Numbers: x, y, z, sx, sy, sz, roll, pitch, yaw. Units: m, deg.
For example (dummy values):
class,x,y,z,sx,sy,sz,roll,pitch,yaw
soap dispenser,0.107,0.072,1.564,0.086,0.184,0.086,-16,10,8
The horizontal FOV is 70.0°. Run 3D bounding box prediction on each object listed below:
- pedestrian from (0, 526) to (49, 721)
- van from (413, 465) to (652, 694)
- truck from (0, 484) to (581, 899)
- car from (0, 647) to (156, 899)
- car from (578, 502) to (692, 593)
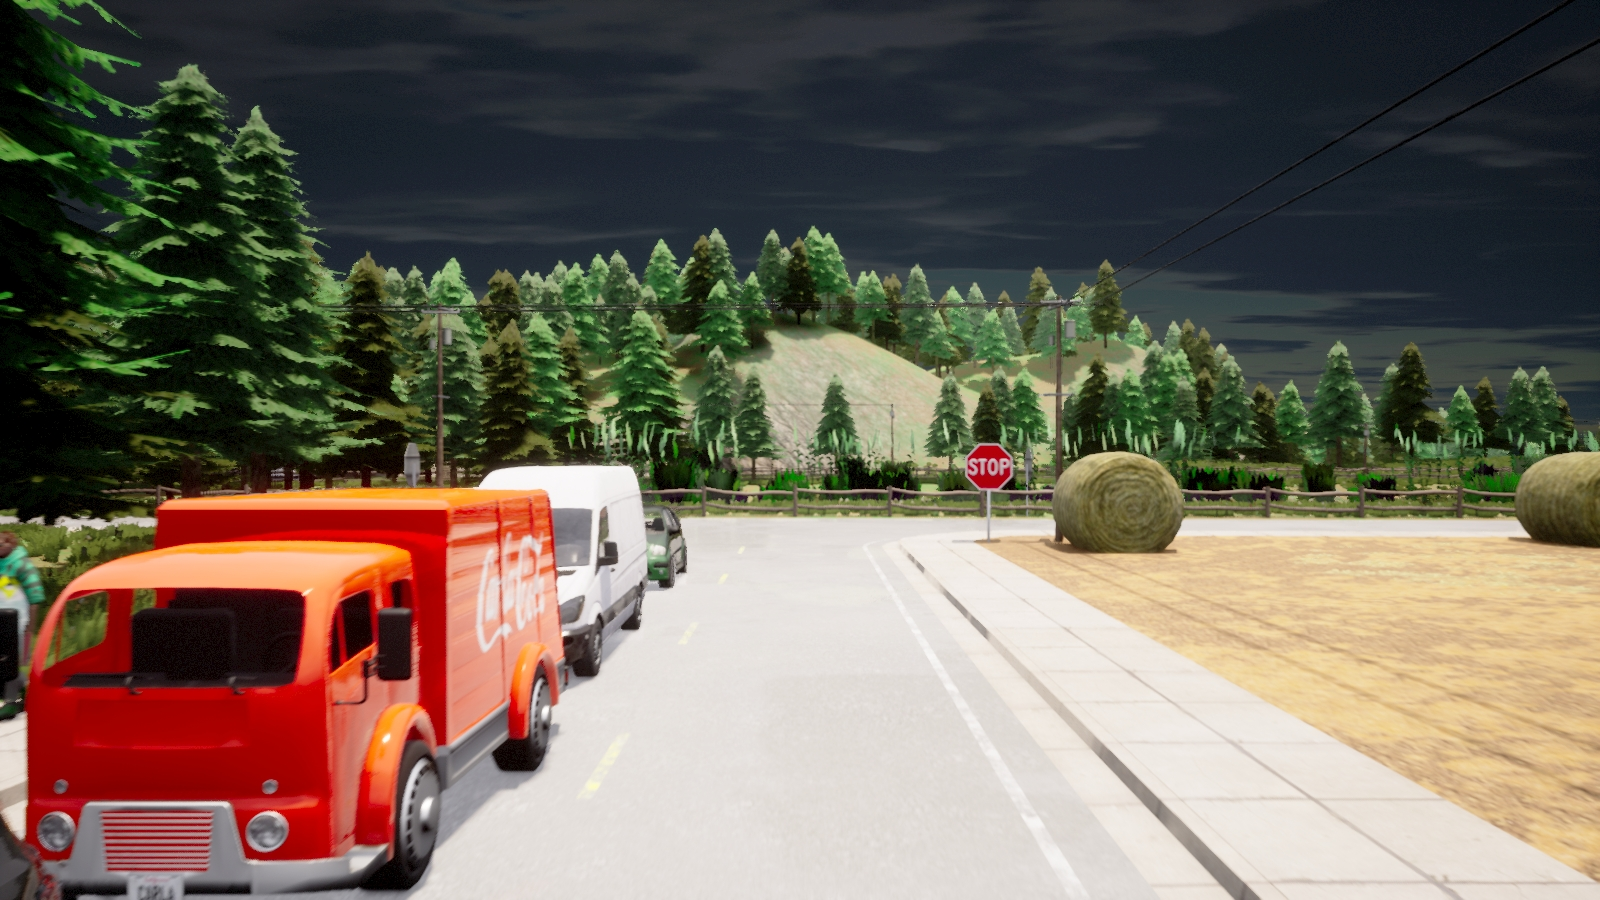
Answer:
class,x,y,z,sx,sy,sz,roll,pitch,yaw
pedestrian,-7.756,1.694,11.316,0.375,1.860,0.375,0,0,18
van,-3.469,1.535,16.155,1.988,2.561,5.915,0,0,0
truck,-3.502,1.569,8.805,2.627,2.467,5.204,0,0,0
car,-3.552,1.780,1.600,2.150,2.045,5.566,0,0,0
car,-3.423,2.001,24.395,1.851,1.617,3.988,0,0,0
